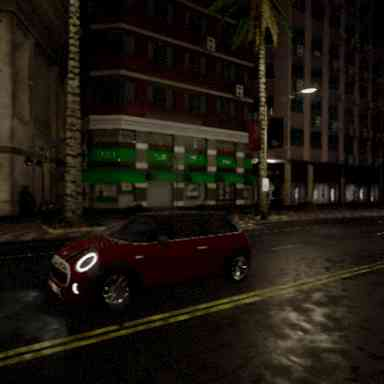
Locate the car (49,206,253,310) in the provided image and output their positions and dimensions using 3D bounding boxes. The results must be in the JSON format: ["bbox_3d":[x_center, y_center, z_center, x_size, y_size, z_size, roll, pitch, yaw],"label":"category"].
[{"bbox_3d":[-0.784,1.241,7.669,4.553,1.767,2.097,0,1,-34],"label":"car"}]
